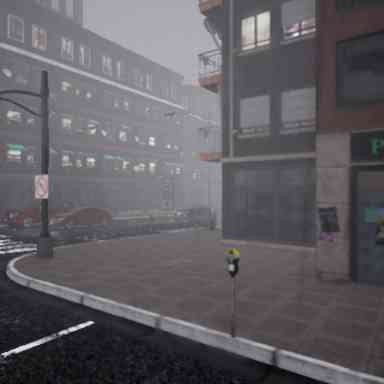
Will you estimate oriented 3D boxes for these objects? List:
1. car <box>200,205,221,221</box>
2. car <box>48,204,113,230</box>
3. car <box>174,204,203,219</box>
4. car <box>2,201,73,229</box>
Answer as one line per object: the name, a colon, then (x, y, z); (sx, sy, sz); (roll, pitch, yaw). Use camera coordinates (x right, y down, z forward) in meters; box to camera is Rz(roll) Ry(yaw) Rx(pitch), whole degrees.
car: (2.794, 2.001, 28.246); (1.802, 1.307, 4.206); (-1, -2, 35)
car: (-7.686, 1.763, 23.291); (1.812, 1.442, 4.674); (0, -1, 36)
car: (0.087, 1.972, 34.400); (2.128, 1.511, 4.902); (0, -1, 35)
car: (-10.595, 1.529, 23.668); (2.192, 1.841, 5.009); (-1, -2, 35)
